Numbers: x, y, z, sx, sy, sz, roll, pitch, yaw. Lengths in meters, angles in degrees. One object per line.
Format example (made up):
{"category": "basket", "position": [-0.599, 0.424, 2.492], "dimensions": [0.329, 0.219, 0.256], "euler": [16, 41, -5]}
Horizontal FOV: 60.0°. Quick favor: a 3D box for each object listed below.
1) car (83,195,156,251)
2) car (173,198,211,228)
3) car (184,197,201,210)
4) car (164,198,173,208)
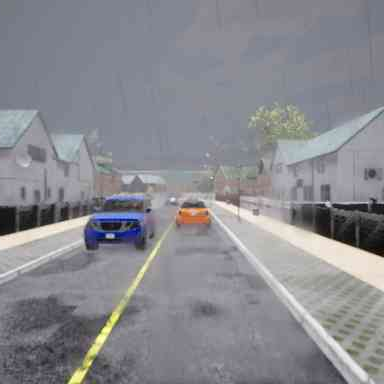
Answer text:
{"category": "car", "position": [-2.827, 1.182, 14.307], "dimensions": [2.150, 2.045, 5.566], "euler": [0, 0, 0]}
{"category": "car", "position": [0.090, 1.289, 21.536], "dimensions": [2.097, 1.767, 4.553], "euler": [0, 0, 0]}
{"category": "car", "position": [0.078, 1.414, 42.970], "dimensions": [2.033, 1.411, 5.357], "euler": [0, 0, 0]}
{"category": "car", "position": [-2.846, 1.454, 46.415], "dimensions": [1.895, 1.301, 4.718], "euler": [0, 0, 0]}
